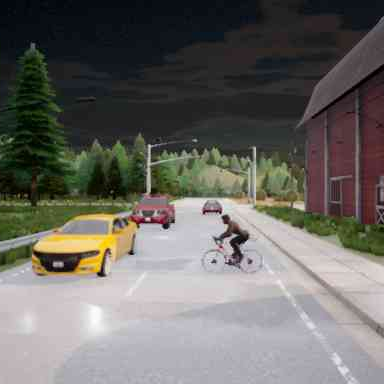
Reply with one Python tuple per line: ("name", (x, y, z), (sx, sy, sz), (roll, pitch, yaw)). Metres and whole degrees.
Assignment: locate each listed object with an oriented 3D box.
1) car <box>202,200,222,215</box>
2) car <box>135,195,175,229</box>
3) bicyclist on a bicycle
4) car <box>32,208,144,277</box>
("car", (2.092, 1.557, 34.369), (1.994, 1.385, 4.181), (0, 0, 4))
("car", (-2.373, 1.219, 21.750), (2.150, 2.045, 5.566), (0, 0, 3))
("bicyclist on a bicycle", (1.088, 1.437, 9.061), (1.656, 1.620, 0.582), (-1, 0, 3))
("car", (-3.059, 1.475, 10.469), (1.882, 1.535, 5.008), (0, 0, 4))
